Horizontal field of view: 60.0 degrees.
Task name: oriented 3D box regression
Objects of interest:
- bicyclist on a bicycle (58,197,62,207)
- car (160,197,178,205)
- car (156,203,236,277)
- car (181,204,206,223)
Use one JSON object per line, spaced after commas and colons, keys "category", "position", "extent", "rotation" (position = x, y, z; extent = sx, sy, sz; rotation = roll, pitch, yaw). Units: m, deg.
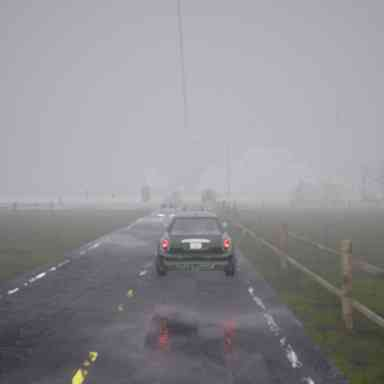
{"category": "bicyclist on a bicycle", "position": [-22.497, 1.707, 56.601], "extent": [0.582, 1.620, 1.656], "rotation": [0, 0, 0]}
{"category": "car", "position": [-2.742, 1.334, 40.172], "extent": [1.882, 1.535, 5.008], "rotation": [0, 0, 0]}
{"category": "car", "position": [0.100, 1.390, 10.572], "extent": [2.097, 1.767, 4.553], "rotation": [0, 0, 0]}
{"category": "car", "position": [0.106, 1.696, 27.338], "extent": [1.895, 1.301, 4.718], "rotation": [0, 0, 0]}
